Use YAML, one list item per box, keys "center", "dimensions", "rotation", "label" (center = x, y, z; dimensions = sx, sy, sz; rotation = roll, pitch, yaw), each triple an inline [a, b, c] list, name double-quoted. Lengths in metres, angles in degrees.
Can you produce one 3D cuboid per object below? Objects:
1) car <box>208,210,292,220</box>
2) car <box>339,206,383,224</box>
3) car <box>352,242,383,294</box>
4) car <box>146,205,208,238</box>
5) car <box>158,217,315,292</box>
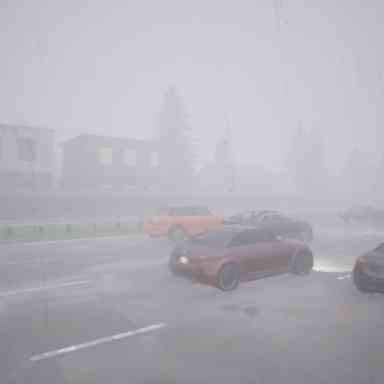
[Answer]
- center: [3.387, 1.560, 14.780]
  dimensions: [4.902, 1.511, 2.128]
  rotation: [0, 0, -35]
  label: "car"
- center: [13.918, 1.761, 26.594]
  dimensions: [4.718, 1.301, 1.895]
  rotation: [0, 0, -35]
  label: "car"
- center: [5.635, 1.619, 7.793]
  dimensions: [4.181, 1.385, 1.994]
  rotation: [0, 0, -35]
  label: "car"
- center: [0.051, 1.410, 16.685]
  dimensions: [4.553, 1.767, 2.097]
  rotation: [0, 0, -36]
  label: "car"
- center: [1.449, 1.603, 9.113]
  dimensions: [4.181, 1.385, 1.994]
  rotation: [0, 0, -35]
  label: "car"
